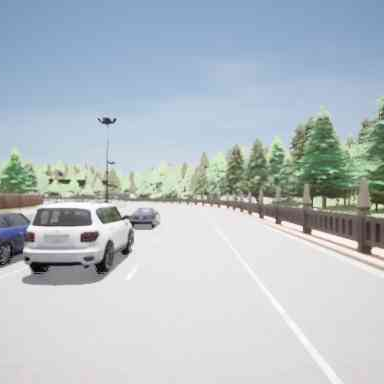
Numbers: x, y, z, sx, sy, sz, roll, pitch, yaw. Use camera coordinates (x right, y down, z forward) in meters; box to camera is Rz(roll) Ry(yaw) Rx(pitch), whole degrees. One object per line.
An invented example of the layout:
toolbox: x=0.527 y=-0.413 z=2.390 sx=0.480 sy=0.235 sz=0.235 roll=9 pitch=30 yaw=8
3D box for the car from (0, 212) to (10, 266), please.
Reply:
car: x=-6.956 y=1.502 z=12.229 sx=2.097 sy=1.767 sz=4.553 roll=0 pitch=-1 yaw=1

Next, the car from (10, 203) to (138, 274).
car: x=-3.466 y=1.360 z=11.216 sx=2.150 sy=2.045 sz=5.566 roll=0 pitch=0 yaw=0

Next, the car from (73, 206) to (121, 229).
car: x=-6.976 y=1.855 z=25.160 sx=2.033 sy=1.411 sz=5.357 roll=0 pitch=-1 yaw=0

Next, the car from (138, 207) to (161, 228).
car: x=-3.476 y=1.854 z=25.156 sx=2.033 sy=1.411 sz=5.357 roll=0 pitch=-1 yaw=0
